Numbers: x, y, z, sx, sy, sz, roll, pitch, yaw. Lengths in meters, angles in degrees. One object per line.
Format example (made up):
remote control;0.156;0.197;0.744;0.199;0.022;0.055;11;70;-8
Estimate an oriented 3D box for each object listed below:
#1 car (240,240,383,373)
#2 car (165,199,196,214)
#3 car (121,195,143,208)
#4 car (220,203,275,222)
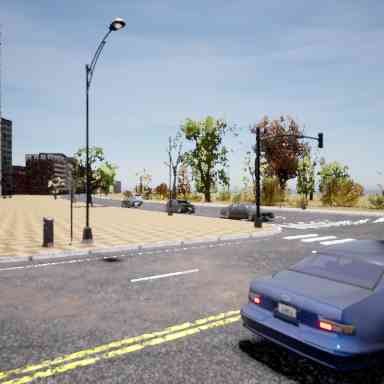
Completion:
car;3.285;1.554;5.641;5.357;1.411;2.033;0;0;-34
car;-1.389;1.613;37.567;1.837;1.490;4.892;0;0;-32
car;-9.294;1.631;50.701;2.128;1.511;4.902;0;0;-30
car;4.483;1.627;28.026;2.033;1.411;5.357;0;0;-31
